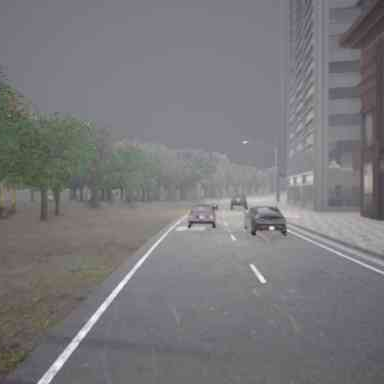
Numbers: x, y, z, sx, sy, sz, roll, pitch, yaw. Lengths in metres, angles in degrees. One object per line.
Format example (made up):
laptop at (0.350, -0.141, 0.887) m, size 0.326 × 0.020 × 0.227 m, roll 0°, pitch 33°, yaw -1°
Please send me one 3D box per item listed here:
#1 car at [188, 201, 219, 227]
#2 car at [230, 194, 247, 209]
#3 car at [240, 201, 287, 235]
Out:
car at (0.736, 1.573, 22.754) m, size 2.033 × 1.411 × 5.357 m, roll 0°, pitch 0°, yaw 3°
car at (6.397, 1.232, 45.709) m, size 2.150 × 2.045 × 5.566 m, roll 0°, pitch 0°, yaw 7°
car at (4.054, 1.528, 18.884) m, size 1.837 × 1.490 × 4.892 m, roll 0°, pitch 0°, yaw 3°
